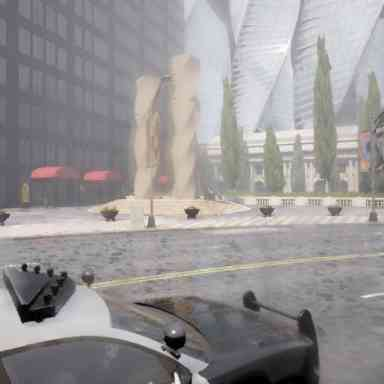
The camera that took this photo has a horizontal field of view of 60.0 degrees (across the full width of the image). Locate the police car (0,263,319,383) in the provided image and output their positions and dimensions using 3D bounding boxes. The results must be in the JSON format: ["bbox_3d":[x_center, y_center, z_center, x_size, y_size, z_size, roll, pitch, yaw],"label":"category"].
[{"bbox_3d":[-1.045,1.424,2.481,5.238,1.638,1.930,0,0,-34],"label":"police car"}]
